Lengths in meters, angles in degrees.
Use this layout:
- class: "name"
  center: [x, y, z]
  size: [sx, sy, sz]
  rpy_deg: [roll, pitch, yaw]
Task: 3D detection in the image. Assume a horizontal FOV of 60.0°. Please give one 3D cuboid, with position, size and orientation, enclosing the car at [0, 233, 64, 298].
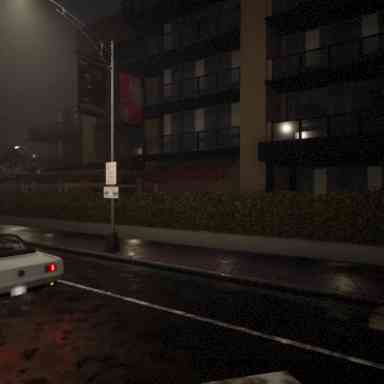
- class: "car"
  center: [-5.117, 1.601, 7.662]
  size: [4.718, 1.301, 1.895]
  rpy_deg: [0, 0, 36]
